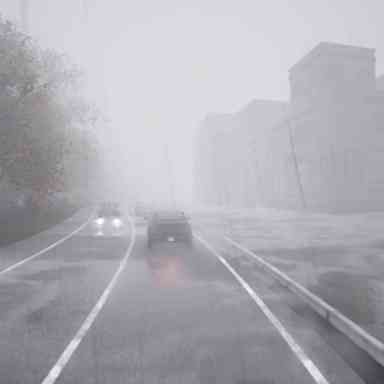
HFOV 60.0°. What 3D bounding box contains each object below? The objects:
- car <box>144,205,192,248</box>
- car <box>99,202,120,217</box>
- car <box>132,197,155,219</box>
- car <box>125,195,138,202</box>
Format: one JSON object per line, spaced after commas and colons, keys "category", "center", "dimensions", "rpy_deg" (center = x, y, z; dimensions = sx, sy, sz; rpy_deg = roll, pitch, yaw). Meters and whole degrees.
{"category": "car", "center": [-1.104, 1.553, 15.133], "dimensions": [1.837, 1.490, 4.892], "rpy_deg": [1, 0, -7]}
{"category": "car", "center": [-7.664, 1.585, 30.995], "dimensions": [1.895, 1.301, 4.718], "rpy_deg": [1, 0, -14]}
{"category": "car", "center": [-4.631, 1.567, 32.862], "dimensions": [1.812, 1.442, 4.674], "rpy_deg": [1, 0, -14]}
{"category": "car", "center": [-12.780, 1.387, 71.919], "dimensions": [2.033, 1.411, 5.357], "rpy_deg": [-1, 0, 7]}
